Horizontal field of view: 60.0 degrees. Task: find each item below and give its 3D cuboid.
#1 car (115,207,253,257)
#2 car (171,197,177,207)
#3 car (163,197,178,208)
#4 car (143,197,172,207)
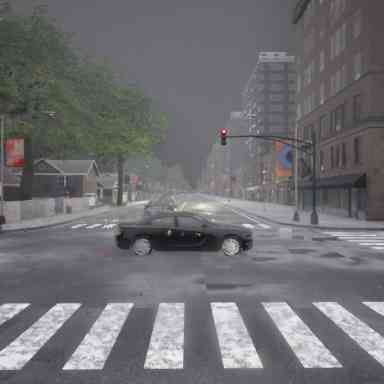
[{"bbox_3d":[-0.281,1.480,12.324,5.008,1.535,1.882,0,0,-1],"label":"car"},{"bbox_3d":[-3.219,1.372,39.943,2.097,1.767,4.553,0,0,1],"label":"car"},{"bbox_3d":[-3.181,1.554,49.901,1.812,1.442,4.674,0,0,0],"label":"car"},{"bbox_3d":[-3.252,1.504,30.209,2.128,1.511,4.902,0,0,0],"label":"car"}]
